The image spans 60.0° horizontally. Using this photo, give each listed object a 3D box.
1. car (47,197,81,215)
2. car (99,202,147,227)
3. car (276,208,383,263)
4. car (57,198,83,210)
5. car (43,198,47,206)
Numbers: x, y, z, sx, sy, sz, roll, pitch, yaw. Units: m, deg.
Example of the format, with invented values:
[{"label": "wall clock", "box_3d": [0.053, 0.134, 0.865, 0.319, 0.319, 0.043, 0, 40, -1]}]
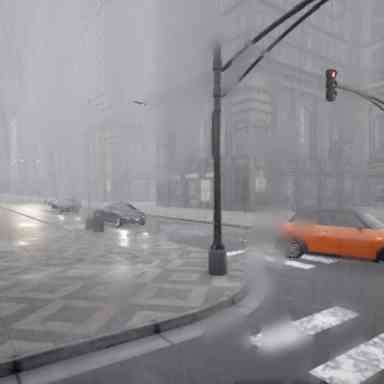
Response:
[{"label": "car", "box_3d": [-13.302, 1.451, 34.675, 1.882, 1.535, 5.008, 0, 1, -36]}, {"label": "car", "box_3d": [-4.832, 1.500, 22.779, 1.837, 1.490, 4.892, 0, 0, -35]}, {"label": "car", "box_3d": [5.185, 1.340, 10.804, 4.553, 1.767, 2.097, 0, 0, 38]}, {"label": "car", "box_3d": [-16.317, 1.493, 44.318, 2.033, 1.411, 5.357, 0, 0, -35]}, {"label": "car", "box_3d": [-21.957, 1.450, 52.133, 1.812, 1.442, 4.674, 0, 0, -35]}]
